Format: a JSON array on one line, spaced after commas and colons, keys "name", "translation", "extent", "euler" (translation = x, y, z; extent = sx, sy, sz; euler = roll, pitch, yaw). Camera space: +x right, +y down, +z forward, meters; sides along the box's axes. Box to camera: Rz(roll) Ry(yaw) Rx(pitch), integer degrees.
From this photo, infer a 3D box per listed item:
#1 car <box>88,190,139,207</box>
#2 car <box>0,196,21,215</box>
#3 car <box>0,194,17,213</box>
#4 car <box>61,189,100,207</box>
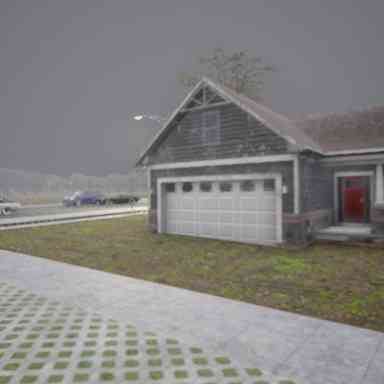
[{"name": "car", "translation": [-7.752, 0.753, 33.782], "extent": [1.895, 1.301, 4.718], "euler": [-1, 1, 38]}, {"name": "car", "translation": [-15.205, 1.123, 24.074], "extent": [1.895, 1.301, 4.718], "euler": [-1, 1, 37]}, {"name": "car", "translation": [-17.117, 1.026, 26.964], "extent": [1.837, 1.490, 4.892], "euler": [-1, 1, 36]}, {"name": "car", "translation": [-11.204, 0.580, 34.629], "extent": [2.097, 1.767, 4.553], "euler": [-1, 1, 37]}]
